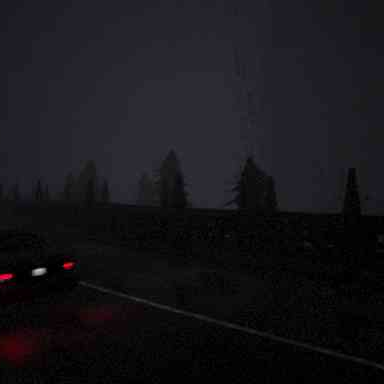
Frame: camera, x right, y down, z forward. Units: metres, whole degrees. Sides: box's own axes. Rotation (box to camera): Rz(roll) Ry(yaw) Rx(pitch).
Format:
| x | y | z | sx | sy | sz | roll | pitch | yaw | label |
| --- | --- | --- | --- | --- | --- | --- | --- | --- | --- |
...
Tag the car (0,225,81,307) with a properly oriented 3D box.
| x | y | z | sx | sy | sz | roll | pitch | yaw | label |
| --- | --- | --- | --- | --- | --- | --- | --- | --- | --- |
| -4.742 | 1.495 | 7.678 | 5.357 | 1.411 | 2.033 | 0 | 0 | 39 | car |
